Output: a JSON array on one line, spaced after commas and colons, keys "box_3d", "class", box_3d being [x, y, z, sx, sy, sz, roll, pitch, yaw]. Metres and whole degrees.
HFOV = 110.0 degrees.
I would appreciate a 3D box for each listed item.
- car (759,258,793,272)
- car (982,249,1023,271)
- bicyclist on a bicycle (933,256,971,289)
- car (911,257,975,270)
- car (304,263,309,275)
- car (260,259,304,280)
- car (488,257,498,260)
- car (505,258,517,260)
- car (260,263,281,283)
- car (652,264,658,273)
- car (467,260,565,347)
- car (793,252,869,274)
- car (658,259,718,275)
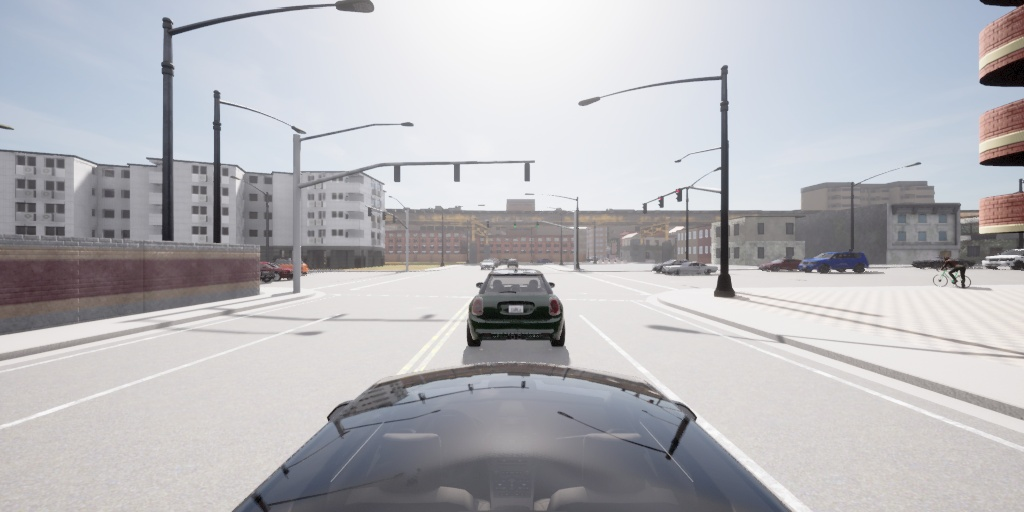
[{"box_3d": [29.056, 0.971, 38.367, 4.674, 1.442, 1.812, -1, 0, 1], "class": "car"}, {"box_3d": [48.999, 0.315, 34.381, 5.566, 2.045, 2.150, -1, 0, 2], "class": "car"}, {"box_3d": [22.671, 0.844, 18.515, 0.582, 1.620, 1.656, -1, 0, 1], "class": "bicyclist on a bicycle"}, {"box_3d": [45.562, 0.755, 37.984, 4.718, 1.301, 1.895, -1, 0, 2], "class": "car"}, {"box_3d": [-23.436, 1.102, 36.573, 4.553, 1.767, 2.097, 0, 0, 0], "class": "car"}, {"box_3d": [-20.270, 1.228, 29.320, 5.008, 1.535, 1.882, 0, 0, 1], "class": "car"}, {"box_3d": [-3.525, 1.276, 52.862, 1.812, 1.442, 4.674, 0, 0, 0], "class": "car"}, {"box_3d": [0.173, 1.255, 65.049, 1.837, 1.490, 4.892, 0, 0, 0], "class": "car"}, {"box_3d": [-19.819, 1.351, 25.851, 4.718, 1.301, 1.895, 0, 0, 1], "class": "car"}, {"box_3d": [17.619, 1.109, 38.617, 4.902, 1.511, 2.128, -1, 0, 1], "class": "car"}, {"box_3d": [0.092, 1.102, 9.440, 2.097, 1.767, 4.553, 0, 0, 0], "class": "car"}, {"box_3d": [31.226, 0.628, 34.827, 5.566, 2.045, 2.150, -1, 0, 1], "class": "car"}, {"box_3d": [17.338, 1.218, 35.125, 4.718, 1.301, 1.895, -1, 0, 1], "class": "car"}]
